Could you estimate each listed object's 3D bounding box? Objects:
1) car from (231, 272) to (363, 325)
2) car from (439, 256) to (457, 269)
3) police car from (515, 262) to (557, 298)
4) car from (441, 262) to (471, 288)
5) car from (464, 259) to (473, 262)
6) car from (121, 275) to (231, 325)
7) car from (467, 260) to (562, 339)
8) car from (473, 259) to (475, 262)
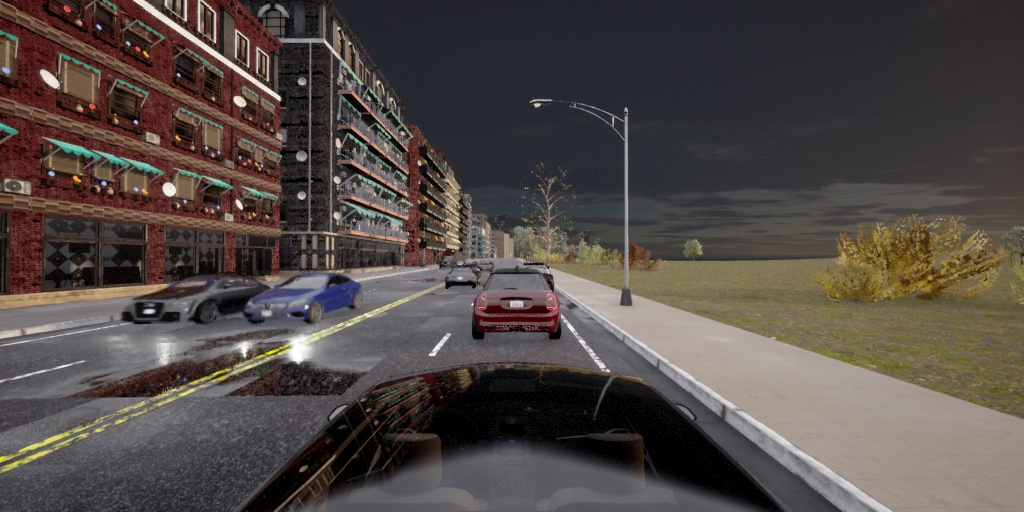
[{"bbox_3d":[-6.579,1.277,11.960,1.812,1.442,4.674,0,0,0],"label":"car"},{"bbox_3d":[-9.730,0.971,55.043,2.150,2.045,5.566,0,0,0],"label":"car"},{"bbox_3d":[1.174,1.177,19.689,1.930,1.638,5.238,0,0,0],"label":"police car"},{"bbox_3d":[-3.104,1.316,23.484,1.994,1.385,4.181,0,0,0],"label":"car"},{"bbox_3d":[-6.477,1.228,55.073,1.882,1.535,5.008,0,0,0],"label":"car"},{"bbox_3d":[-9.830,1.315,11.707,1.994,1.385,4.181,0,0,0],"label":"car"},{"bbox_3d":[0.113,1.103,10.194,2.097,1.767,4.553,0,0,0],"label":"car"},{"bbox_3d":[-3.062,1.242,42.905,2.128,1.511,4.902,0,0,0],"label":"car"}]
